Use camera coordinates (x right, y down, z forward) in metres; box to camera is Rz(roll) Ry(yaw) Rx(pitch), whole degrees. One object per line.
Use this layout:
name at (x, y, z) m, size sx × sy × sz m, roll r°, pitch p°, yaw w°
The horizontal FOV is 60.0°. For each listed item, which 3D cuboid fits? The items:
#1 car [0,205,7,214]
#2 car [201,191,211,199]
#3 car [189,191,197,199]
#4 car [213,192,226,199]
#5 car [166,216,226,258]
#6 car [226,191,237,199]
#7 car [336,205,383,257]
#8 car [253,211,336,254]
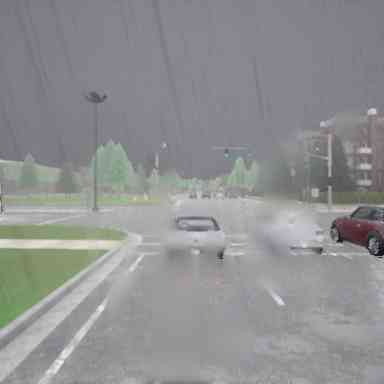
car at (-19.333, 1.447, 29.849) m, size 4.718 × 1.301 × 1.895 m, roll 0°, pitch 0°, yaw 1°
car at (3.749, 0.772, 87.178) m, size 2.150 × 2.045 × 5.566 m, roll 0°, pitch 0°, yaw 0°
car at (0.249, 1.025, 87.159) m, size 1.882 × 1.535 × 5.008 m, roll 0°, pitch 0°, yaw 0°
car at (7.250, 1.069, 87.557) m, size 1.812 × 1.442 × 4.674 m, roll 0°, pitch 0°, yaw 0°
car at (0.130, 1.536, 12.379) m, size 1.895 × 1.301 × 4.718 m, roll 0°, pitch 0°, yaw 0°
car at (10.750, 1.140, 87.578) m, size 1.895 × 1.301 × 4.718 m, roll 0°, pitch 0°, yaw 0°
car at (7.131, 1.284, 12.759) m, size 2.097 × 1.767 × 4.553 m, roll 0°, pitch 0°, yaw 0°
car at (3.633, 1.457, 13.026) m, size 1.812 × 1.442 × 4.674 m, roll 0°, pitch 0°, yaw 0°
